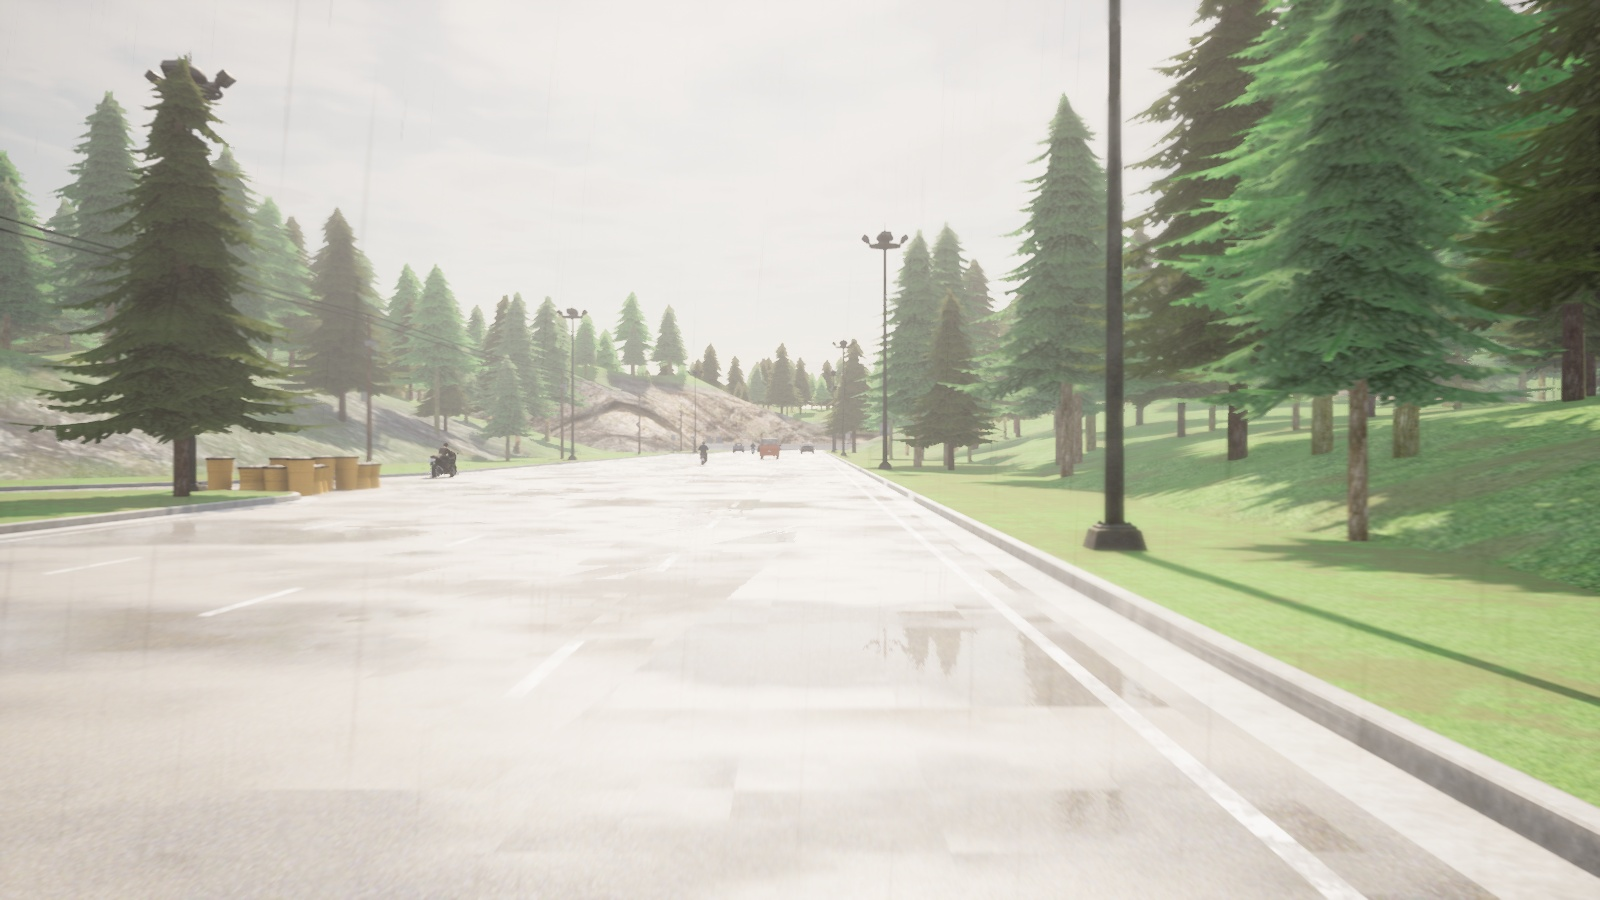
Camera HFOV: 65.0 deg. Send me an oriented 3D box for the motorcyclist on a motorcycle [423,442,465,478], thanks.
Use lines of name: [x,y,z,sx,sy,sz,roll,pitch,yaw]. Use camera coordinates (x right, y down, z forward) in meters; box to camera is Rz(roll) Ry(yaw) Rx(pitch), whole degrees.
motorcyclist on a motorcycle: [-15.130,0.415,53.467,0.797,1.523,2.044,0,0,15]
